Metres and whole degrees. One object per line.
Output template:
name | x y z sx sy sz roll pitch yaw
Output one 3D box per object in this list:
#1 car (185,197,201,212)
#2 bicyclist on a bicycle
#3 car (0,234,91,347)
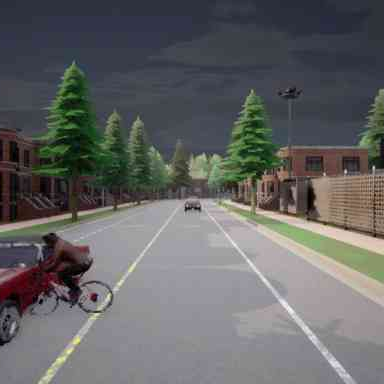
car | 0.097 1.601 39.312 1.895 1.301 4.718 0 0 0
bicyclist on a bicycle | -2.245 1.475 5.858 1.656 1.620 0.582 -2 16 -5
car | -3.610 1.586 6.530 1.895 1.301 4.718 -1 -1 1
